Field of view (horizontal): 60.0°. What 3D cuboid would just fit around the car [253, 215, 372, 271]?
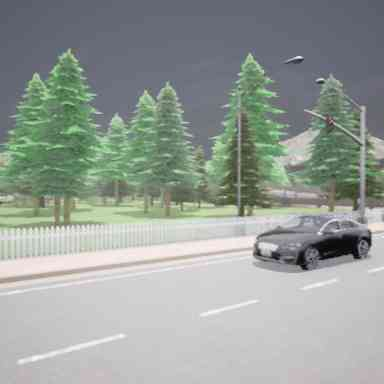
[{"bbox_3d":[4.185,1.556,11.250,4.902,1.511,2.128,0,0,-35],"label":"car"}]
